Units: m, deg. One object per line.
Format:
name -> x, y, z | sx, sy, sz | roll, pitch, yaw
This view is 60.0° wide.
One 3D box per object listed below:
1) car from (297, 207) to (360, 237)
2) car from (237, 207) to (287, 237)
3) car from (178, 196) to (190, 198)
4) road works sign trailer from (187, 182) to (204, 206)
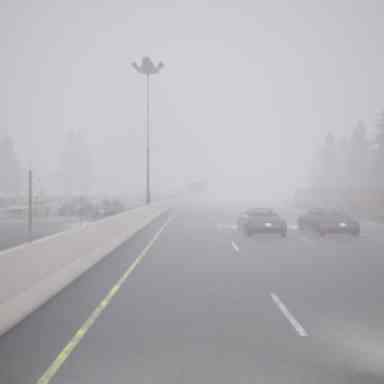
car -> 7.091, 1.499, 17.668 | 1.994, 1.385, 4.181 | 0, 0, 0
car -> 3.591, 1.499, 17.598 | 1.994, 1.385, 4.181 | 0, 0, 0
car -> -1.650, 1.073, 69.939 | 2.097, 1.767, 4.553 | 0, 0, 16
road works sign trailer -> 0.660, 0.282, 49.631 | 2.380, 3.560, 2.880 | 0, 0, 10
